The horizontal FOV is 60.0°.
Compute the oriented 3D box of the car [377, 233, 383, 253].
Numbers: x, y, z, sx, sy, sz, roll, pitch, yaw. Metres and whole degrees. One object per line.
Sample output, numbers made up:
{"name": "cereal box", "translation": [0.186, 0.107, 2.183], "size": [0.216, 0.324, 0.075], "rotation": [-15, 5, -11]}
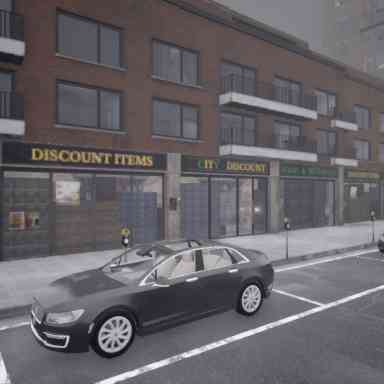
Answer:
{"name": "car", "translation": [8.559, 1.582, 12.315], "size": [4.206, 1.307, 1.802], "rotation": [0, 0, -36]}

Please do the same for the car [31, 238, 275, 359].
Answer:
{"name": "car", "translation": [-0.418, 1.551, 5.893], "size": [4.403, 1.369, 2.008], "rotation": [0, 0, -36]}
